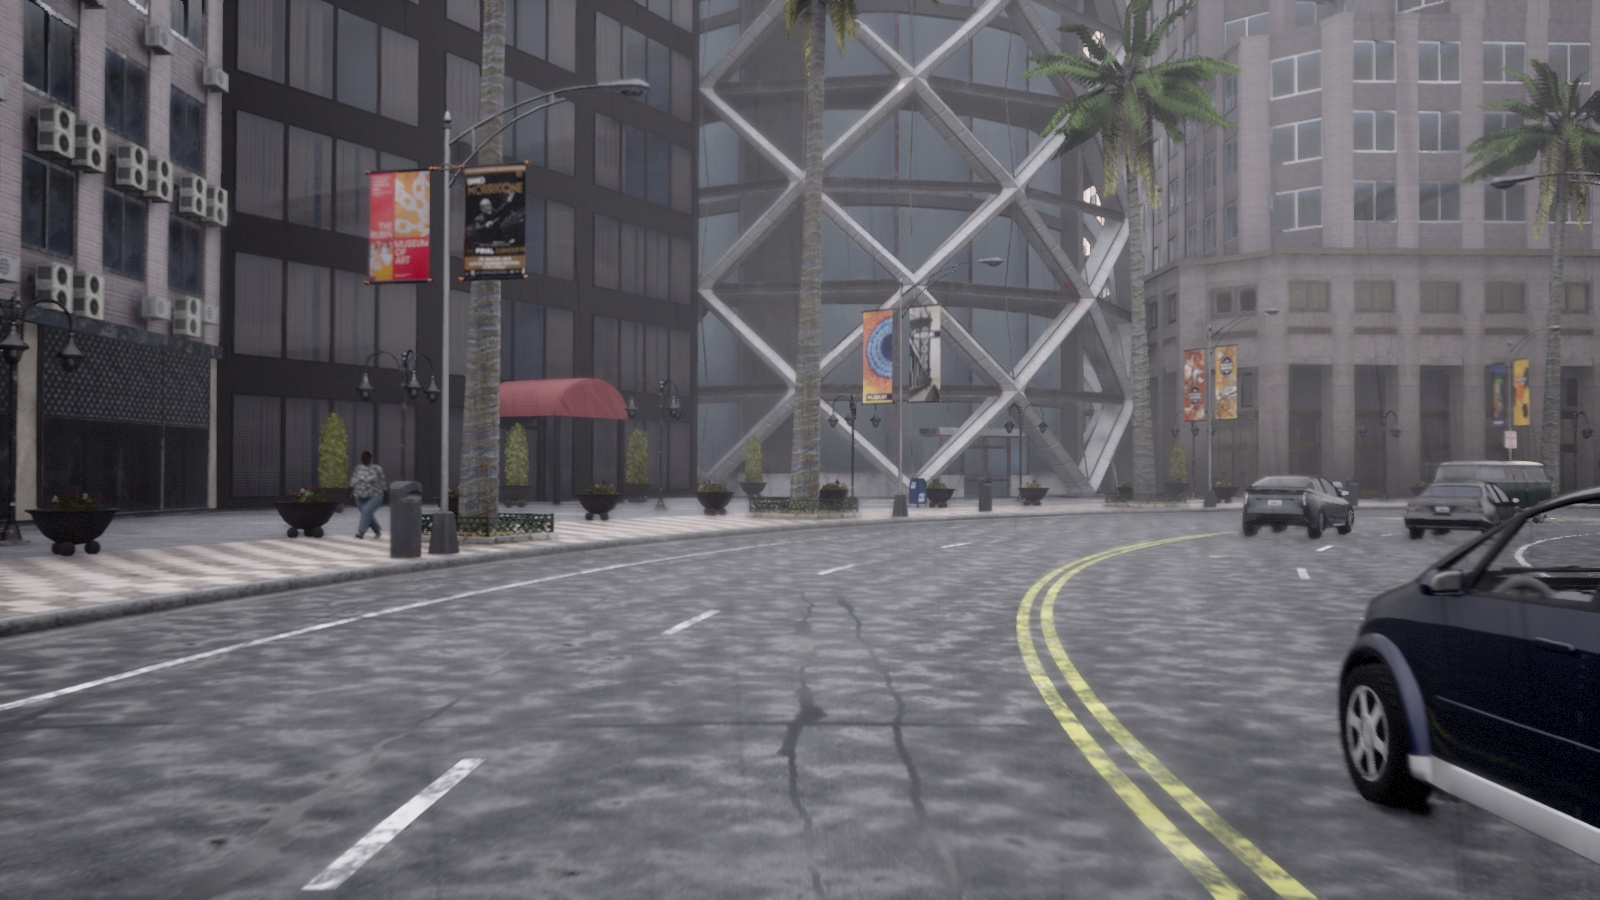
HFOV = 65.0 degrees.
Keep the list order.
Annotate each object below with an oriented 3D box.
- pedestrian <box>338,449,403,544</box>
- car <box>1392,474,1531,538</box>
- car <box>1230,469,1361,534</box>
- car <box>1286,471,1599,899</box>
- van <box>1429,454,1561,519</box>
[{"bbox_3d":[-8.549,0.924,25.028,0.874,1.855,0.900,0,-1,11],"label":"pedestrian"},{"bbox_3d":[16.322,1.313,30.832,2.033,1.411,5.357,-1,-1,38],"label":"car"},{"bbox_3d":[12.587,1.243,31.729,2.007,1.525,4.514,-1,-1,36],"label":"car"},{"bbox_3d":[3.519,0.861,4.851,1.789,1.549,3.705,0,-1,-1],"label":"car"},{"bbox_3d":[22.406,1.155,40.448,4.442,1.987,1.775,0,-1,-32],"label":"van"}]
